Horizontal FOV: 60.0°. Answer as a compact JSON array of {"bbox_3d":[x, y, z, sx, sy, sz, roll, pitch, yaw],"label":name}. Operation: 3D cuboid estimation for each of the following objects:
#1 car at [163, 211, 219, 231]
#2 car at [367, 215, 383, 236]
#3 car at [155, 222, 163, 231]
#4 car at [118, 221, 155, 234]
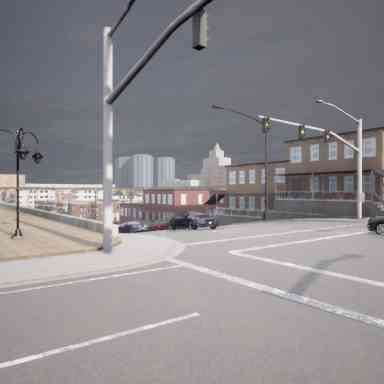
[{"bbox_3d":[0.042,2.054,24.162,1.994,1.385,4.181,0,-4,-36],"label":"car"},{"bbox_3d":[10.907,1.433,15.645,1.837,1.490,4.892,0,0,-36],"label":"car"},{"bbox_3d":[-4.195,4.056,36.153,1.895,1.301,4.718,0,-12,-36],"label":"car"},{"bbox_3d":[-5.826,3.505,32.135,1.812,1.442,4.674,0,-12,-37],"label":"car"}]
